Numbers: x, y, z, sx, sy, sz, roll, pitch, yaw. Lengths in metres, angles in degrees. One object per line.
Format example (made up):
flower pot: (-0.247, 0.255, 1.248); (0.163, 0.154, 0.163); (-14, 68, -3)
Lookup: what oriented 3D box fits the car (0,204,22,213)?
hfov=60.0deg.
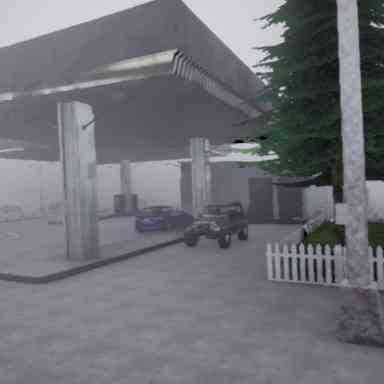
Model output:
car: (-30.495, 2.772, 55.497); (4.514, 1.523, 2.007); (-2, 0, 28)

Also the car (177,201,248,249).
car: (1.234, 1.418, 15.385); (1.905, 1.878, 3.866); (-2, 0, 28)

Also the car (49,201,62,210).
car: (-25.792, 2.603, 64.312); (3.633, 1.501, 1.845); (-2, 0, 28)

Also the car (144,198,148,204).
car: (-12.064, 2.054, 73.999); (4.514, 1.523, 2.007); (-2, 0, 28)

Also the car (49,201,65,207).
car: (-35.064, 3.065, 86.153); (3.633, 1.501, 1.845); (-2, 0, 28)

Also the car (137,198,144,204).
car: (-13.482, 2.102, 71.201); (5.027, 1.636, 2.152); (-2, 0, 28)

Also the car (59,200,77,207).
car: (-29.900, 2.854, 80.051); (3.806, 1.475, 1.970); (-2, 0, 28)

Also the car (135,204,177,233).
car: (-1.736, 1.716, 21.865); (2.242, 1.667, 4.611); (-2, 0, 28)
